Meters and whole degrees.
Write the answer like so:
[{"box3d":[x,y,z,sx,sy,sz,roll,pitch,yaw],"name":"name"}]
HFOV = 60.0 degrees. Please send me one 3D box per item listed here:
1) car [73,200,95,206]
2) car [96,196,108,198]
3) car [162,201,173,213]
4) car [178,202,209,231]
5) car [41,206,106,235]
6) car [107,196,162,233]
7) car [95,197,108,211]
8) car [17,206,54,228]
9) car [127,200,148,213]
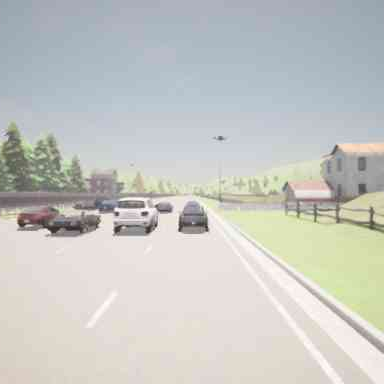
[{"box3d":[-14.010,1.831,43.287,1.812,1.442,4.674,0,0,0],"name":"car"},{"box3d":[-14.012,1.595,53.322,2.150,2.045,5.566,0,0,0],"name":"car"},{"box3d":[-3.409,1.858,41.579,1.994,1.385,4.181,0,0,0],"name":"car"},{"box3d":[0.095,1.647,21.818,2.128,1.511,4.902,0,0,0],"name":"car"},{"box3d":[-6.905,1.743,20.005,1.895,1.301,4.718,0,0,0],"name":"car"},{"box3d":[-3.405,1.371,20.918,2.150,2.045,5.566,0,0,0],"name":"car"},{"box3d":[-10.410,1.777,42.438,1.882,1.535,5.008,0,0,0],"name":"car"},{"box3d":[-10.408,1.690,23.245,1.812,1.442,4.674,0,0,0],"name":"car"},{"box3d":[-6.910,1.777,42.437,1.882,1.535,5.008,0,0,0],"name":"car"}]
